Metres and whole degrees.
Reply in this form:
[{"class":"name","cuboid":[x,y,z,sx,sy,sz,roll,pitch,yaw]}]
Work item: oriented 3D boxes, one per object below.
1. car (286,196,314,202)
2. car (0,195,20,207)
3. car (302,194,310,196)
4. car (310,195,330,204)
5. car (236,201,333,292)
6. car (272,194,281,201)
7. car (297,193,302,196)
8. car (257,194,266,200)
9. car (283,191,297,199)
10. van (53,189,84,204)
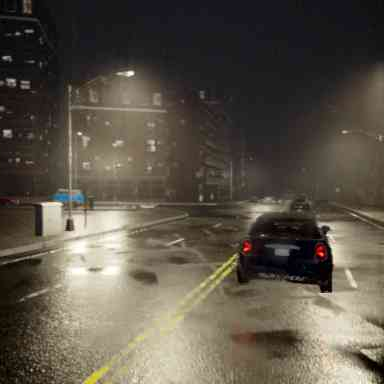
[{"class":"car","cuboid":[9.936,1.372,30.741,1.837,1.490,4.892,0,0,18]},{"class":"car","cuboid":[-19.495,0.841,33.099,4.206,1.307,1.802,1,-1,-11]},{"class":"car","cuboid":[23.249,1.256,65.193,2.033,1.411,5.357,0,0,15]},{"class":"car","cuboid":[18.325,1.296,47.136,2.128,1.511,4.902,0,0,16]},{"class":"car","cuboid":[2.658,1.312,9.194,2.097,1.767,4.553,0,0,20]},{"class":"car","cuboid":[19.131,1.135,75.367,1.837,1.490,4.892,0,0,14]},{"class":"car","cuboid":[27.782,1.162,83.531,1.994,1.385,4.181,0,0,13]},{"class":"car","cuboid":[15.961,1.160,76.088,2.033,1.411,5.357,0,0,14]},{"class":"car","cuboid":[24.449,0.822,83.552,2.150,2.045,5.566,0,0,13]},{"class":"van","cuboid":[-15.481,0.588,42.430,3.998,1.788,1.690,1,0,-11]}]
